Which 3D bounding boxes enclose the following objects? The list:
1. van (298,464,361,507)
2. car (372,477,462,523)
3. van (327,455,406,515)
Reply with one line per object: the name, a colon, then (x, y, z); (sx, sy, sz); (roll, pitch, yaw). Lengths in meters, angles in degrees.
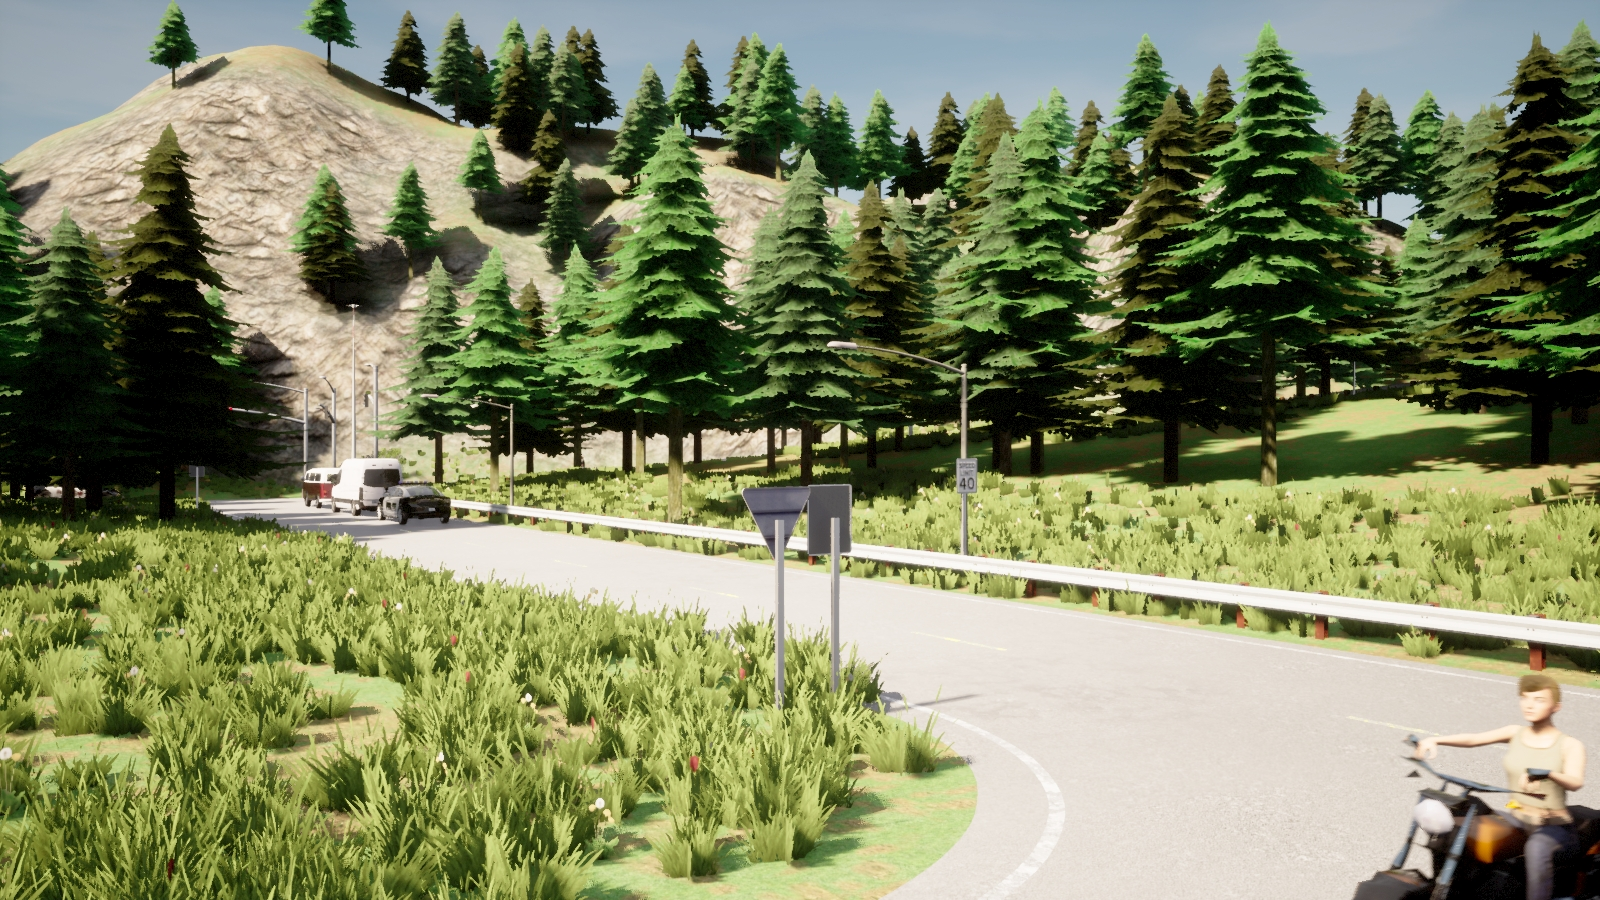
van: (-24.143, 1.782, 58.581); (2.069, 2.038, 4.480); (0, 0, -35)
car: (-15.723, 1.982, 46.760); (2.097, 1.638, 5.238); (0, 0, -35)
van: (-20.079, 1.534, 52.765); (1.988, 2.561, 5.915); (0, 0, -35)
